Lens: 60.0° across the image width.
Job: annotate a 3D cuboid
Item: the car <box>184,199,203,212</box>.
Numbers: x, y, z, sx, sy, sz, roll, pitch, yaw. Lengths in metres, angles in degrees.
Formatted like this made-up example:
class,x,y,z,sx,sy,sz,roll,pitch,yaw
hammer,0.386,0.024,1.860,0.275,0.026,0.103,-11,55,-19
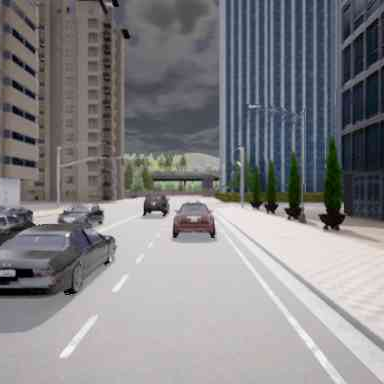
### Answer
class,x,y,z,sx,sy,sz,roll,pitch,yaw
car,0.244,1.545,39.119,1.994,1.385,4.181,0,0,4

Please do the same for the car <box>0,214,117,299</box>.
class,x,y,z,sx,sy,sz,roll,pitch,yaw
car,-3.399,1.543,8.650,2.033,1.411,5.357,0,0,0

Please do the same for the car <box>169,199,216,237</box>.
class,x,y,z,sx,sy,sz,roll,pitch,yaw
car,0.103,1.343,17.972,2.097,1.767,4.553,0,0,0

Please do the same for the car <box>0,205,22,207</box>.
class,x,y,z,sx,sy,sz,roll,pitch,yaw
car,-10.536,1.483,18.308,2.128,1.511,4.902,0,0,1

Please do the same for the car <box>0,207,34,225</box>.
class,x,y,z,sx,sy,sz,roll,pitch,yaw
car,-7.078,1.486,11.188,2.128,1.511,4.902,0,0,0

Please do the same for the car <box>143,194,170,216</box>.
class,x,y,z,sx,sy,sz,roll,pitch,yaw
car,-3.393,1.204,32.200,2.150,2.045,5.566,0,0,0

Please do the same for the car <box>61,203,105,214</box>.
class,x,y,z,sx,sy,sz,roll,pitch,yaw
car,-7.009,1.481,21.437,2.128,1.511,4.902,0,0,0
